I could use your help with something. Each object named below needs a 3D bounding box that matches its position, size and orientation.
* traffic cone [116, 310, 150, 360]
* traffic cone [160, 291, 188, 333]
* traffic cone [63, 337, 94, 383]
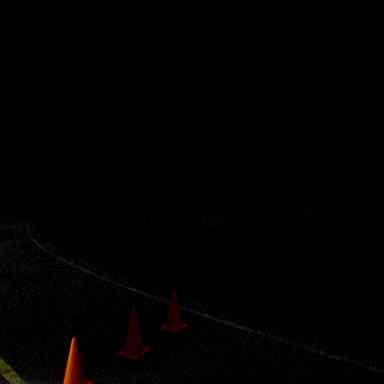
[{"bbox_3d":[-0.812,1.938,4.626,0.340,0.580,0.340,1,1,31],"label":"traffic cone"},{"bbox_3d":[-0.293,1.931,5.477,0.340,0.580,0.340,1,1,31],"label":"traffic cone"},{"bbox_3d":[-1.330,1.945,3.775,0.340,0.580,0.340,1,1,31],"label":"traffic cone"}]
